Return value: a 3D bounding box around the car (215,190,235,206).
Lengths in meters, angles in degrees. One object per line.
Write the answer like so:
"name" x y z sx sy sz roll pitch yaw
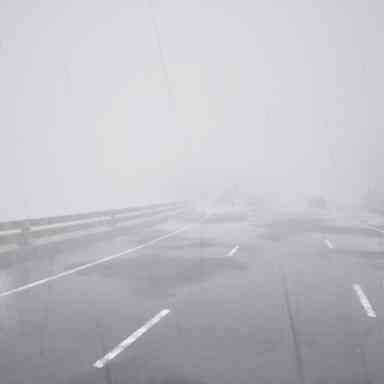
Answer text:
"car" 4.304 0.756 44.233 2.150 2.045 5.566 1 1 -1

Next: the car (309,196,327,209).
"car" 15.247 1.164 40.237 1.882 1.535 5.008 0 1 22

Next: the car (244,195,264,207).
"car" 7.744 1.088 41.660 2.128 1.511 4.902 1 1 1

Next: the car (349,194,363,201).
"car" 41.161 1.498 84.311 1.882 1.535 5.008 1 -1 36
